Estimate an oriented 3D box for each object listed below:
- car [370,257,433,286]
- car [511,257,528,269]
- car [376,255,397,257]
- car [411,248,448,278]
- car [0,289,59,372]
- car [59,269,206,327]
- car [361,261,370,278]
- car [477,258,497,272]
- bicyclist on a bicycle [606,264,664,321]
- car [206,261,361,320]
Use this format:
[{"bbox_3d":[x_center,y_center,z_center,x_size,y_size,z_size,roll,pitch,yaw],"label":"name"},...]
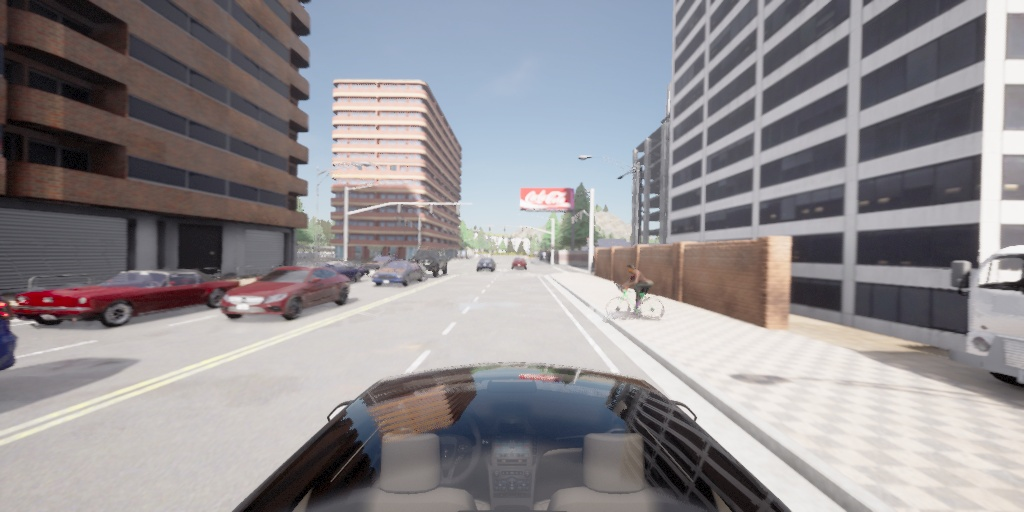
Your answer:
[{"bbox_3d":[-6.703,0.979,21.992,2.033,1.411,5.357,1,1,2],"label":"car"},{"bbox_3d":[0.914,0.896,45.588,1.812,1.442,4.674,1,1,1],"label":"car"},{"bbox_3d":[-10.009,0.652,28.403,2.033,1.411,5.357,1,1,1],"label":"car"},{"bbox_3d":[-6.504,0.409,28.302,2.150,2.045,5.566,1,1,1],"label":"car"},{"bbox_3d":[-7.120,0.827,1.942,2.150,2.045,5.566,1,0,1],"label":"car"},{"bbox_3d":[-10.462,1.062,10.332,1.895,1.301,4.718,1,1,1],"label":"car"},{"bbox_3d":[-10.241,0.975,20.484,1.895,1.301,4.718,1,1,1],"label":"car"},{"bbox_3d":[-2.732,0.904,38.981,2.033,1.411,5.357,1,1,1],"label":"car"},{"bbox_3d":[3.486,1.044,10.140,1.656,1.620,0.582,1,1,1],"label":"bicyclist on a bicycle"},{"bbox_3d":[-6.925,1.047,11.624,1.812,1.442,4.674,1,1,1],"label":"car"}]
